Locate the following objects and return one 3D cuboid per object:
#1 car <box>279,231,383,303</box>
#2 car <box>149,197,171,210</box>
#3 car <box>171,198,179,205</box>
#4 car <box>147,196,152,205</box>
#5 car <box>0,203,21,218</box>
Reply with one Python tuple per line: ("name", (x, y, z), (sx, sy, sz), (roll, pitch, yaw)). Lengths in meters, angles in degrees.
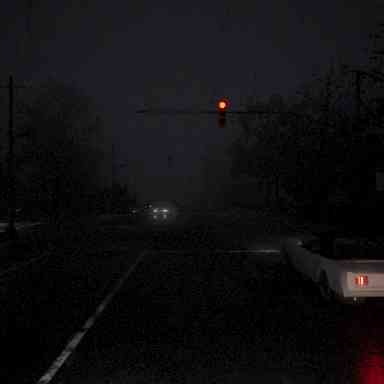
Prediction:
("car", (3.587, 1.601, 8.152), (1.895, 1.301, 4.718), (0, 0, 0))
("car", (-4.163, 1.644, 43.783), (1.994, 1.385, 4.181), (0, -1, -3))
("car", (-5.056, 2.126, 73.620), (1.882, 1.535, 5.008), (0, -1, -19))
("car", (-8.596, 1.885, 73.295), (2.150, 2.045, 5.566), (0, -1, -16))
("car", (-17.769, 1.658, 30.019), (4.181, 1.385, 1.994), (-1, 0, -2))
